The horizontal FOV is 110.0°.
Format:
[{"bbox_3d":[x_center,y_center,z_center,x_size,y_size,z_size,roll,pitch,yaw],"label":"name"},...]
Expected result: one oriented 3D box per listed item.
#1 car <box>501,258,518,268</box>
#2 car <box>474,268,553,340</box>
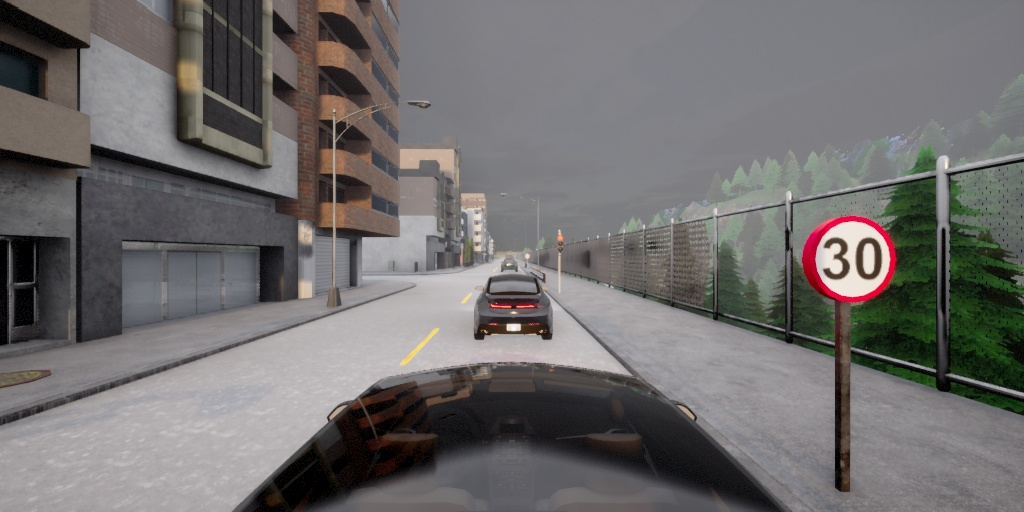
[{"bbox_3d":[-0.337,1.102,46.081,2.097,1.767,4.553,0,0,-1],"label":"car"},{"bbox_3d":[0.015,1.255,9.957,1.837,1.490,4.892,0,0,0],"label":"car"}]
